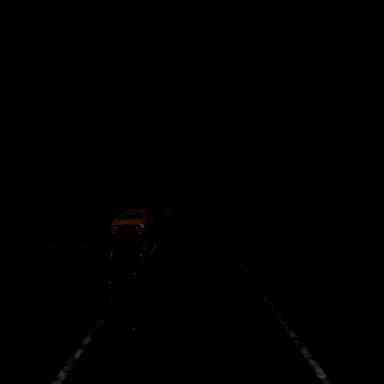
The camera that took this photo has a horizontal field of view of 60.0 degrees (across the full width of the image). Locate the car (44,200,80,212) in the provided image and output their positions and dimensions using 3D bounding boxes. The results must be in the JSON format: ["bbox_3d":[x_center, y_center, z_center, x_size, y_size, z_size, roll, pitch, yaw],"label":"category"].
[{"bbox_3d":[-23.400,2.539,59.972,5.566,2.045,2.435,0,-2,0],"label":"car"}]

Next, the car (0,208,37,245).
[{"bbox_3d":[-10.341,1.687,15.492,5.008,1.535,2.097,0,-1,0],"label":"car"}]

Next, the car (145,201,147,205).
[{"bbox_3d":[-10.353,2.618,54.327,4.892,1.521,2.231,0,-2,0],"label":"car"}]

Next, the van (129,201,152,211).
[{"bbox_3d":[-10.467,2.814,68.208,4.442,1.987,1.878,0,-2,0],"label":"van"}]

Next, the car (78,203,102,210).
[{"bbox_3d":[-23.462,3.334,76.573,4.792,1.488,2.163,0,-2,0],"label":"car"}]

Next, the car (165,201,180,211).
[{"bbox_3d":[-3.372,2.925,62.286,1.994,1.385,4.181,0,-2,0],"label":"car"}]

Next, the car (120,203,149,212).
[{"bbox_3d":[-10.319,2.816,59.876,4.792,1.488,2.163,0,-2,0],"label":"car"}]

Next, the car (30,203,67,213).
[{"bbox_3d":[-23.421,2.621,54.425,5.008,1.535,2.097,0,-2,0],"label":"car"}]

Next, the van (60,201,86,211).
[{"bbox_3d":[-23.313,2.733,65.508,4.442,1.987,1.878,0,-2,0],"label":"van"}]

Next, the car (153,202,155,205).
[{"bbox_3d":[-10.321,2.985,65.426,4.792,1.488,2.163,0,-2,0],"label":"car"}]

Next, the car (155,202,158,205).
[{"bbox_3d":[-10.381,3.154,70.976,4.792,1.488,2.163,0,-2,0],"label":"car"}]

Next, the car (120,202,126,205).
[{"bbox_3d":[-10.345,2.150,37.676,4.674,1.452,2.002,0,-2,0],"label":"car"}]

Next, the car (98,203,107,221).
[{"bbox_3d":[-10.369,1.916,29.377,4.792,1.488,2.163,0,-1,0],"label":"car"}]

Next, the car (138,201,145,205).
[{"bbox_3d":[-10.160,2.445,48.777,5.366,1.575,1.946,0,-2,0],"label":"car"}]

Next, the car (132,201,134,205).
[{"bbox_3d":[-10.312,2.154,43.231,4.553,1.767,2.185,0,-2,0],"label":"car"}]

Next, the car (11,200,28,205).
[{"bbox_3d":[-23.394,1.945,40.464,5.566,2.045,2.435,0,-2,0],"label":"car"}]

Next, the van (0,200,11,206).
[{"bbox_3d":[-23.539,1.886,37.694,4.442,1.987,1.878,0,-2,0],"label":"van"}]

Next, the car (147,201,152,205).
[{"bbox_3d":[-10.162,2.699,57.102,5.366,1.575,1.946,0,-2,0],"label":"car"}]

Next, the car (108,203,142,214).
[{"bbox_3d":[-10.340,2.534,51.552,4.892,1.521,2.231,0,-2,0],"label":"car"}]

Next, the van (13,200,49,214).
[{"bbox_3d":[-23.542,2.223,48.769,4.442,1.987,1.878,0,-2,0],"label":"van"}]

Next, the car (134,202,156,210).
[{"bbox_3d":[-10.383,3.086,73.753,4.553,1.767,2.185,0,-2,0],"label":"car"}]

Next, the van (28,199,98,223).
[{"bbox_3d":[-10.222,1.621,26.599,4.442,1.987,1.878,0,-1,0],"label":"van"}]

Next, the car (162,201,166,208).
[{"bbox_3d":[-10.170,3.713,87.613,5.366,1.575,1.946,0,-2,0],"label":"car"}]

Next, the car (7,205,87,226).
[{"bbox_3d":[-10.341,1.847,23.820,4.674,1.452,2.002,0,-1,0],"label":"car"}]

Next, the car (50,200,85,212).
[{"bbox_3d":[-23.401,2.623,62.741,5.566,2.045,2.435,0,-2,0],"label":"car"}]

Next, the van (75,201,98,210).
[{"bbox_3d":[-23.324,2.989,73.831,4.442,1.987,1.878,0,-2,0],"label":"van"}]

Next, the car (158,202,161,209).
[{"bbox_3d":[-10.347,3.303,76.527,4.892,1.521,2.231,0,-2,0],"label":"car"}]

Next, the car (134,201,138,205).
[{"bbox_3d":[-10.313,2.238,46.006,4.553,1.767,2.185,0,-2,0],"label":"car"}]

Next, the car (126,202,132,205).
[{"bbox_3d":[-10.337,2.195,40.452,5.008,1.535,2.097,0,-2,0],"label":"car"}]

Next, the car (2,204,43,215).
[{"bbox_3d":[-23.422,2.409,46.118,4.674,1.452,2.002,0,-2,0],"label":"car"}]

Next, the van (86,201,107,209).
[{"bbox_3d":[-23.551,3.274,81.989,4.442,1.987,1.878,0,-2,0],"label":"van"}]

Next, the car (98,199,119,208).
[{"bbox_3d":[-10.369,1.690,32.135,5.566,2.045,2.435,0,-2,0],"label":"car"}]

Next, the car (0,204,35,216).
[{"bbox_3d":[-23.418,2.284,43.350,5.008,1.535,2.097,0,-2,0],"label":"car"}]

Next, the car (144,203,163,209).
[{"bbox_3d":[-10.363,3.826,90.386,4.892,1.521,2.231,0,-2,0],"label":"car"}]

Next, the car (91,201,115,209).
[{"bbox_3d":[-23.464,3.467,87.650,5.566,2.045,2.435,0,-2,0],"label":"car"}]

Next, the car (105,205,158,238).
[{"bbox_3d":[-3.366,1.744,19.502,1.882,1.535,5.008,0,-1,0],"label":"car"}]

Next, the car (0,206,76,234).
[{"bbox_3d":[-10.308,1.797,21.042,4.792,1.488,2.163,0,-1,0],"label":"car"}]
